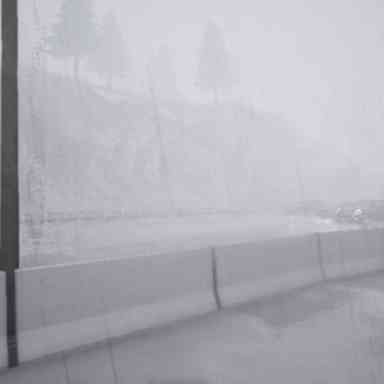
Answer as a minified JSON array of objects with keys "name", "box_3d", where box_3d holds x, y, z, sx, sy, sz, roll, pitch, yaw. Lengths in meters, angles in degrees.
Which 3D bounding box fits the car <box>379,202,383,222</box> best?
[{"name":"car","box_3d":[14.232,1.488,20.262,5.357,1.411,2.033,0,0,-26]}]

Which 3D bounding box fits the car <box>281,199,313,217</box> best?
[{"name":"car","box_3d":[10.303,1.414,29.961,4.892,1.490,1.837,0,0,-26]}]

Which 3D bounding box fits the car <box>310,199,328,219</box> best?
[{"name":"car","box_3d":[12.096,1.483,26.941,4.181,1.385,1.994,0,0,-26]}]

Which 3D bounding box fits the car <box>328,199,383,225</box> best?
[{"name":"car","box_3d":[12.069,1.283,23.028,4.553,1.767,2.097,0,0,-26]}]
